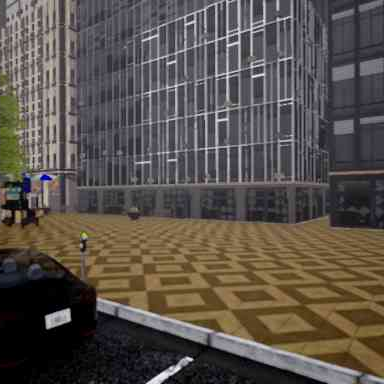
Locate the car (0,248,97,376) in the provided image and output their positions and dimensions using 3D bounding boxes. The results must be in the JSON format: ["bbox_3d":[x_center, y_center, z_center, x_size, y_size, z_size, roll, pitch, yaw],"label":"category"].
[{"bbox_3d":[-3.314,1.578,5.257,4.313,1.339,1.947,0,0,36],"label":"car"}]
